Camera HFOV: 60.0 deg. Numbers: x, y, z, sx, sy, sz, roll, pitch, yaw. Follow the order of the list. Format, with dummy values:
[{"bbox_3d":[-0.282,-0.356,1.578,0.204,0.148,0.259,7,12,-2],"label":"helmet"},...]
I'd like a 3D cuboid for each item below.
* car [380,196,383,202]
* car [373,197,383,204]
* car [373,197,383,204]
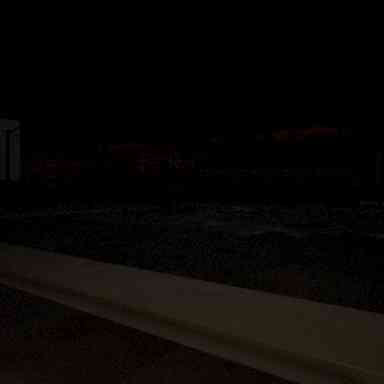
[{"bbox_3d":[48.563,1.736,80.626,4.974,1.542,2.038,1,1,-4],"label":"car"},{"bbox_3d":[37.506,1.576,65.398,1.853,1.218,4.536,1,1,6],"label":"car"},{"bbox_3d":[37.499,1.734,65.348,2.038,1.542,4.974,1,1,6],"label":"car"}]
